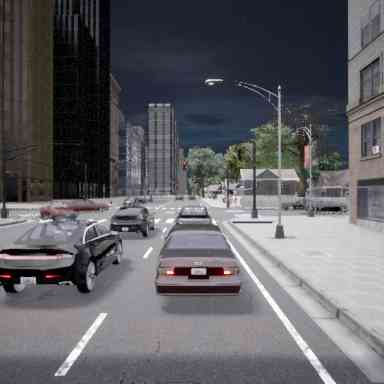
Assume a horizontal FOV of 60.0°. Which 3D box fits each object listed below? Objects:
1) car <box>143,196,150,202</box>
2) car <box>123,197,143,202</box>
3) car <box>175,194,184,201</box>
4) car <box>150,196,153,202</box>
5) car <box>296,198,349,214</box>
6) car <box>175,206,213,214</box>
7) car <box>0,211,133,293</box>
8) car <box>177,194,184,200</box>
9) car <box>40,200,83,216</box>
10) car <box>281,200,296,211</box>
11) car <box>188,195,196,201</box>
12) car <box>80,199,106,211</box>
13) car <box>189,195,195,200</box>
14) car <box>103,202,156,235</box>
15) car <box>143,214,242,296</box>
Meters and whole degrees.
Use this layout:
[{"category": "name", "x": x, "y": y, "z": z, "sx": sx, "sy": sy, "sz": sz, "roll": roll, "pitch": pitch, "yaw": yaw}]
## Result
[{"category": "car", "x": -9.769, "y": 1.595, "z": 63.100, "sx": 1.895, "sy": 1.301, "sz": 4.718, "roll": 0, "pitch": 0, "yaw": 1}, {"category": "car", "x": -9.806, "y": 1.487, "z": 53.781, "sx": 2.128, "sy": 1.511, "sz": 4.902, "roll": 0, "pitch": 0, "yaw": 1}, {"category": "car", "x": -3.219, "y": 1.343, "z": 83.906, "sx": 2.097, "sy": 1.767, "sz": 4.553, "roll": 0, "pitch": 0, "yaw": 0}, {"category": "car", "x": -9.723, "y": 1.518, "z": 73.212, "sx": 1.812, "sy": 1.442, "sz": 4.674, "roll": 0, "pitch": 0, "yaw": 0}, {"category": "car", "x": 13.723, "y": 1.474, "z": 34.017, "sx": 4.902, "sy": 1.511, "sz": 2.128, "roll": 0, "pitch": -1, "yaw": 0}, {"category": "car", "x": 0.105, "y": 1.491, "z": 17.821, "sx": 2.128, "sy": 1.511, "sz": 4.902, "roll": 0, "pitch": 0, "yaw": 0}, {"category": "car", "x": -3.148, "y": 1.492, "z": 8.839, "sx": 2.128, "sy": 1.511, "sz": 4.902, "roll": 0, "pitch": 0, "yaw": 0}, {"category": "car", "x": -3.215, "y": 1.312, "z": 93.941, "sx": 1.882, "sy": 1.535, "sz": 5.008, "roll": 0, "pitch": 0, "yaw": 0}, {"category": "car", "x": -10.923, "y": 1.522, "z": 27.064, "sx": 1.812, "sy": 1.442, "sz": 4.674, "roll": 2, "pitch": -1, "yaw": -41}, {"category": "car", "x": 13.298, "y": 1.555, "z": 40.720, "sx": 4.892, "sy": 1.490, "sz": 1.837, "roll": 0, "pitch": -1, "yaw": 0}, {"category": "car", "x": 0.032, "y": 1.495, "z": 84.112, "sx": 1.837, "sy": 1.490, "sz": 4.892, "roll": 0, "pitch": 0, "yaw": 0}, {"category": "car", "x": -11.405, "y": 1.522, "z": 35.856, "sx": 4.674, "sy": 1.442, "sz": 1.812, "roll": 0, "pitch": 0, "yaw": -17}, {"category": "car", "x": 0.035, "y": 1.526, "z": 94.348, "sx": 1.812, "sy": 1.442, "sz": 4.674, "roll": 0, "pitch": 0, "yaw": 0}, {"category": "car", "x": -3.143, "y": 1.504, "z": 18.099, "sx": 1.837, "sy": 1.490, "sz": 4.892, "roll": 0, "pitch": 0, "yaw": 0}, {"category": "car", "x": 0.094, "y": 1.545, "z": 8.768, "sx": 2.033, "sy": 1.411, "sz": 5.357, "roll": 0, "pitch": 0, "yaw": -1}]
